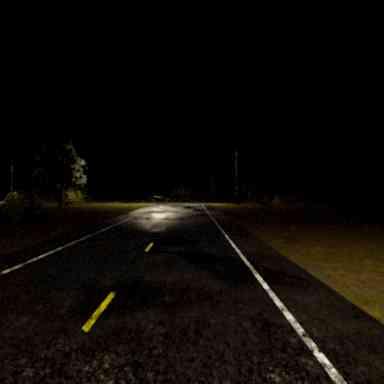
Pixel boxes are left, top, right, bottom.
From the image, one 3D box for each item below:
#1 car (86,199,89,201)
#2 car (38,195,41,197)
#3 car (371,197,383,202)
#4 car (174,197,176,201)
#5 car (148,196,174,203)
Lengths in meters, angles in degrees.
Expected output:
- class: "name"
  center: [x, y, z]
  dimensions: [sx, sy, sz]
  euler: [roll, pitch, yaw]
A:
- class: "car"
  center: [-24.339, 1.440, 69.021]
  dimensions: [5.357, 1.411, 2.033]
  euler: [0, 0, -2]
- class: "car"
  center: [-36.837, 1.182, 75.652]
  dimensions: [4.553, 1.767, 2.097]
  euler: [0, 0, -2]
- class: "car"
  center: [44.454, 1.735, 77.951]
  dimensions: [4.718, 1.301, 1.895]
  euler: [0, 0, -2]
- class: "car"
  center: [-5.682, 1.527, 76.558]
  dimensions: [4.181, 1.385, 1.994]
  euler: [0, 0, -1]
- class: "car"
  center: [-6.747, 1.508, 69.528]
  dimensions: [4.902, 1.511, 2.128]
  euler: [0, 0, -1]
